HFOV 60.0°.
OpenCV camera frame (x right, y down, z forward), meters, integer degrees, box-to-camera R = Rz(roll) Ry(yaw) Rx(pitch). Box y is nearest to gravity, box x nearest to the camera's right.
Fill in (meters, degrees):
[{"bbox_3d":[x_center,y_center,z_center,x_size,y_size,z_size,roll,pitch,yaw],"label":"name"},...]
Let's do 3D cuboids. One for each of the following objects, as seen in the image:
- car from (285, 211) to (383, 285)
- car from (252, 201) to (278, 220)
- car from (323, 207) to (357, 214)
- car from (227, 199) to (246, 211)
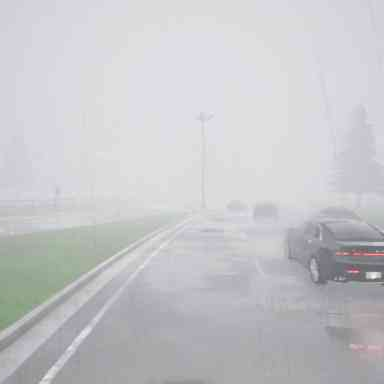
[{"bbox_3d":[3.953,1.500,9.400,1.837,1.490,4.892,0,0,3],"label":"car"},{"bbox_3d":[6.195,1.464,28.248,1.882,1.535,5.008,0,0,10],"label":"car"},{"bbox_3d":[8.440,1.554,19.354,1.994,1.385,4.181,0,0,7],"label":"car"},{"bbox_3d":[5.612,1.544,41.518,1.994,1.385,4.181,0,0,14],"label":"car"}]
